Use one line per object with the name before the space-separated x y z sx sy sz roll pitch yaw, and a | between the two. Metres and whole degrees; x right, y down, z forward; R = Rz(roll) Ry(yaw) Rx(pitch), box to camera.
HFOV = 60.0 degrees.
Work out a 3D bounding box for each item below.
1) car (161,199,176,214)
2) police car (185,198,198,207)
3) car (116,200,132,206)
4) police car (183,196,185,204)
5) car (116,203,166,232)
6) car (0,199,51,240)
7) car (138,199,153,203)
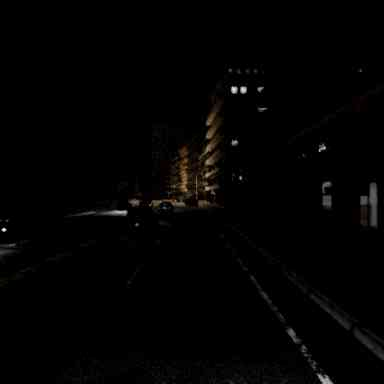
car | -3.251 1.938 41.276 2.033 1.411 5.357 0 -1 -1
police car | 0.161 2.043 64.112 1.930 1.638 5.238 0 -1 -3
car | -10.086 1.962 49.809 2.128 1.511 4.902 0 -1 -1
police car | -0.413 2.144 74.183 1.930 1.638 5.238 0 -1 -4
car | -3.173 1.696 21.631 2.128 1.511 4.902 0 0 0
car | -9.788 1.392 18.335 2.150 2.045 5.566 0 -1 0
car | -6.831 1.822 49.620 2.097 1.767 4.553 0 -1 -1
